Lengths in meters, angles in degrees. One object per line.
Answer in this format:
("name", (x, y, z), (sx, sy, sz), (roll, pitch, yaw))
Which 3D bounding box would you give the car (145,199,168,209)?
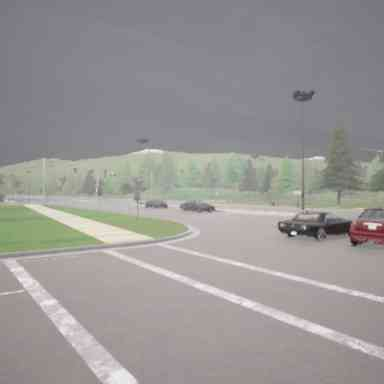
("car", (-5.114, 1.682, 47.753), (1.994, 1.385, 4.181), (0, 0, -34))

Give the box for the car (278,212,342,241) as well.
("car", (6.643, 1.678, 17.081), (4.718, 1.301, 1.895), (0, 0, -35))

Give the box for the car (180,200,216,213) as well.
("car", (0.569, 1.665, 39.547), (2.033, 1.411, 5.357), (0, 0, -35))

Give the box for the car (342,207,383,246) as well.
("car", (8.847, 1.429, 14.355), (4.553, 1.767, 2.097), (0, 0, -35))
